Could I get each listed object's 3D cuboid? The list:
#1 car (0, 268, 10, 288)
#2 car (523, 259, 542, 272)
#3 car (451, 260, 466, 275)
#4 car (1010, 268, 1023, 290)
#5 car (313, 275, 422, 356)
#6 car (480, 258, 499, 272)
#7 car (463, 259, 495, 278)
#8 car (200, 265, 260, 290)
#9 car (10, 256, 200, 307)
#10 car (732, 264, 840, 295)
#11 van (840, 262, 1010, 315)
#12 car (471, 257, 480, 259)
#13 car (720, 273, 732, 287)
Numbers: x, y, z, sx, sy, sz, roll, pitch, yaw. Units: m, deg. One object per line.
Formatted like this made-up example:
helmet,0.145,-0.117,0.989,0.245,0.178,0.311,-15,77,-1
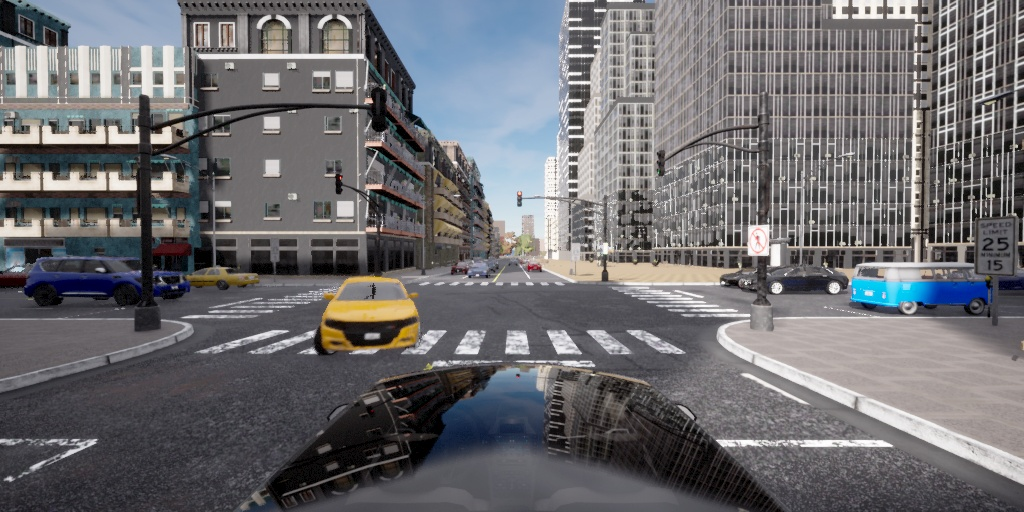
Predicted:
car,-28.724,1.190,21.375,4.097,1.591,1.967,0,0,0
car,2.782,1.290,45.091,1.888,1.381,4.507,0,0,0
car,-5.582,1.290,39.409,1.888,1.381,4.507,0,0,0
car,24.713,1.196,18.703,4.674,1.442,1.812,0,1,0
car,-3.493,1.270,9.028,1.882,1.535,5.008,2,-2,-21
car,-2.975,1.309,43.991,1.994,1.385,4.181,0,0,0
car,-3.007,1.292,33.958,2.033,1.411,5.357,0,0,0
car,-17.826,1.247,21.361,4.829,1.417,1.751,0,0,0
car,-17.395,1.030,15.562,5.566,2.045,2.150,0,1,0
car,14.641,1.194,18.718,4.892,1.490,1.837,0,1,0
van,14.721,1.117,12.939,3.998,1.789,1.690,0,0,0
car,-5.566,1.184,45.058,1.967,1.591,4.097,0,0,0
car,14.732,1.216,21.320,4.313,1.339,1.948,0,0,0
